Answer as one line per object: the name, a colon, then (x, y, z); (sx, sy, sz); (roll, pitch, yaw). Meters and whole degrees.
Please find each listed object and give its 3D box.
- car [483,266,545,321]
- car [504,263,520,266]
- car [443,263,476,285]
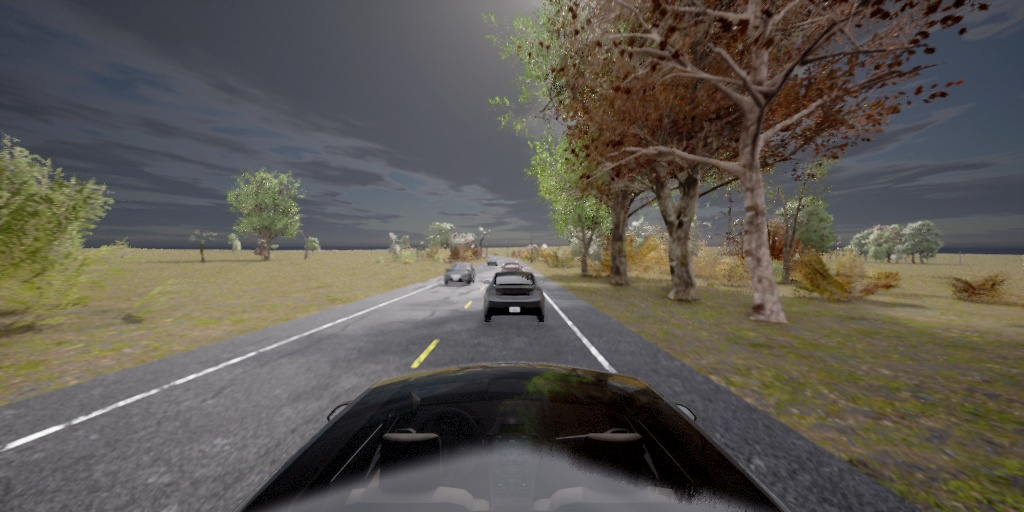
car: (0.060, 1.259, 12.458); (1.837, 1.490, 4.892); (0, 0, 0)
car: (0.008, 1.267, 30.197); (1.812, 1.442, 4.674); (0, 0, 0)
car: (-3.670, 1.234, 25.853); (2.128, 1.511, 4.902); (0, 0, 0)
